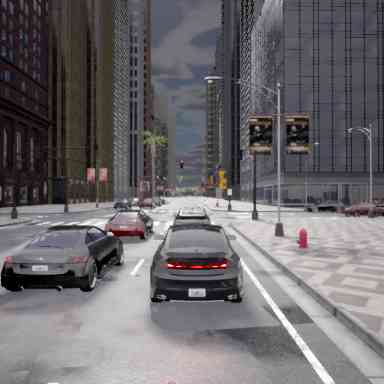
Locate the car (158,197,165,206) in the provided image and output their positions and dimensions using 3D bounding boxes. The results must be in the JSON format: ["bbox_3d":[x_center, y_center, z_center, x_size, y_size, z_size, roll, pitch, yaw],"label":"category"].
[{"bbox_3d":[-6.664,1.655,60.091,2.097,1.767,4.553,0,0,0],"label":"car"}]

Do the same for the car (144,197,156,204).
[{"bbox_3d":[-9.874,1.990,78.358,2.033,1.411,5.357,0,0,0],"label":"car"}]

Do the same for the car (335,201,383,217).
[{"bbox_3d":[15.270,1.577,29.267,4.206,1.307,1.802,0,0,-1],"label":"car"}]

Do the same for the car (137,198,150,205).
[{"bbox_3d":[-9.861,1.927,67.764,1.994,1.385,4.181,0,0,1],"label":"car"}]

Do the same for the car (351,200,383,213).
[{"bbox_3d":[20.766,1.643,37.887,4.313,1.339,1.947,0,0,-1],"label":"car"}]

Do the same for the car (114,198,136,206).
[{"bbox_3d":[-9.925,1.768,48.324,2.033,1.411,5.357,0,0,0],"label":"car"}]

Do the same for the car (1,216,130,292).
[{"bbox_3d":[-3.170,1.576,8.997,1.994,1.385,4.181,0,0,1],"label":"car"}]

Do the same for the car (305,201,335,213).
[{"bbox_3d":[15.126,1.662,37.791,4.313,1.339,1.947,0,0,-1],"label":"car"}]

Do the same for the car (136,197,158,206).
[{"bbox_3d":[-6.674,1.709,50.054,1.882,1.535,5.008,0,0,0],"label":"car"}]

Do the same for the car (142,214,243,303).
[{"bbox_3d":[0.088,1.515,8.222,1.837,1.490,4.892,0,0,0],"label":"car"}]

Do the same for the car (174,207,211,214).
[{"bbox_3d":[0.022,1.530,17.543,2.128,1.511,4.902,0,0,0],"label":"car"}]

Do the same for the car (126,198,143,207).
[{"bbox_3d":[-9.923,1.778,57.878,2.128,1.511,4.902,0,0,0],"label":"car"}]

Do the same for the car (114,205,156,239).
[{"bbox_3d":[-3.177,1.602,17.396,1.994,1.385,4.181,0,0,0],"label":"car"}]
